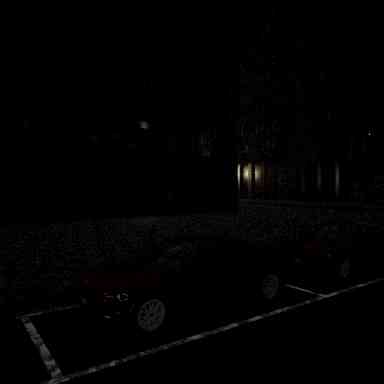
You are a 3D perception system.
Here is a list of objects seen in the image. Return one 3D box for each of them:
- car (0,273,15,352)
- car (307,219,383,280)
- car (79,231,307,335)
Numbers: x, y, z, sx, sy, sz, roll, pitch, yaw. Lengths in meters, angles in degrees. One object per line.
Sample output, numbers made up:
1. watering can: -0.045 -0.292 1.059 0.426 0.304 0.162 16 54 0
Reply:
1. car: -4.422 1.544 3.507 4.507 1.381 1.887 0 0 -36
2. car: 4.568 1.546 9.933 4.507 1.381 1.887 0 0 -36
3. car: 0.073 1.545 6.720 4.507 1.381 1.887 0 0 -36
